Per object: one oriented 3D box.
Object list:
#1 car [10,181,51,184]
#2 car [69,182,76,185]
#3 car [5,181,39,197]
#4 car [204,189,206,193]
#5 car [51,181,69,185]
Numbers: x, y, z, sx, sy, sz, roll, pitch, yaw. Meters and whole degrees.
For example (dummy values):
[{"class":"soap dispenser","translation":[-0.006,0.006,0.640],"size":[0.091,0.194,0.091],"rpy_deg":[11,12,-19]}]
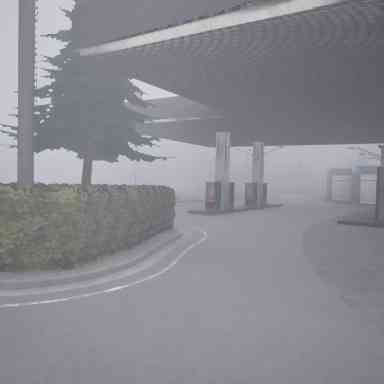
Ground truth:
[{"class":"car","translation":[-17.252,-0.182,35.232],"size":[3.866,1.878,1.905],"rpy_deg":[2,2,35]},{"class":"car","translation":[-25.457,-1.284,68.090],"size":[4.605,1.855,1.932],"rpy_deg":[2,2,35]},{"class":"car","translation":[-21.784,-0.469,42.450],"size":[4.605,1.855,1.932],"rpy_deg":[2,2,35]},{"class":"car","translation":[4.868,-0.306,65.621],"size":[5.027,1.636,2.152],"rpy_deg":[2,2,35]},{"class":"car","translation":[-26.795,-1.260,65.478],"size":[3.866,1.878,1.905],"rpy_deg":[2,2,35]}]
